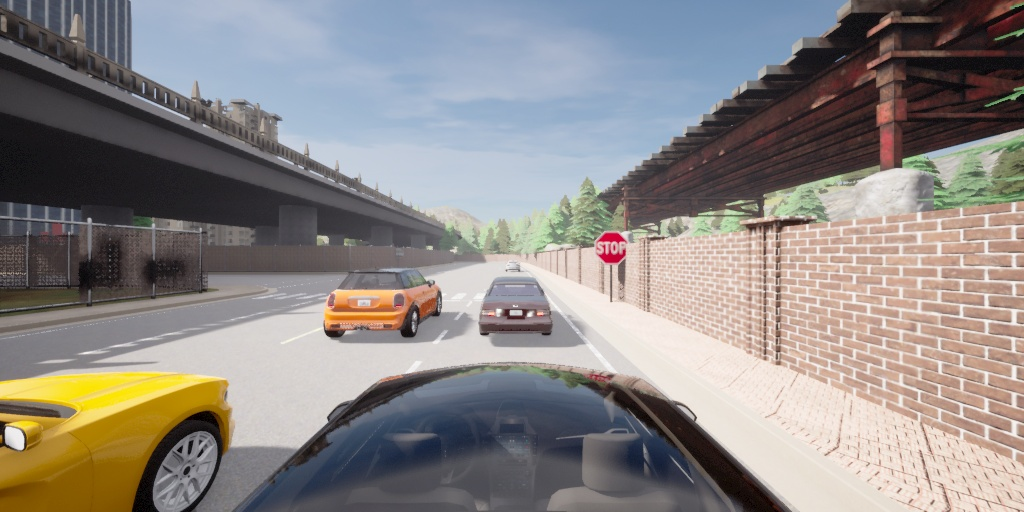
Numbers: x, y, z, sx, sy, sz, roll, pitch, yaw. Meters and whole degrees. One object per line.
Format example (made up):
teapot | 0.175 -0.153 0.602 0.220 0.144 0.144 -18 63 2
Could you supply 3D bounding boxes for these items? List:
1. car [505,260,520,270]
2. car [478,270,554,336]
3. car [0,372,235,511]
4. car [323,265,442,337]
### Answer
car | 0.114 1.276 46.284 1.812 1.442 4.674 0 0 -1
car | 0.088 1.297 10.412 2.033 1.411 5.357 0 0 0
car | -3.398 1.228 1.136 1.882 1.535 5.008 0 0 0
car | -3.414 1.102 10.393 2.097 1.767 4.553 0 0 0
